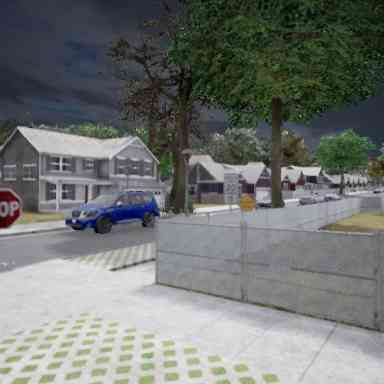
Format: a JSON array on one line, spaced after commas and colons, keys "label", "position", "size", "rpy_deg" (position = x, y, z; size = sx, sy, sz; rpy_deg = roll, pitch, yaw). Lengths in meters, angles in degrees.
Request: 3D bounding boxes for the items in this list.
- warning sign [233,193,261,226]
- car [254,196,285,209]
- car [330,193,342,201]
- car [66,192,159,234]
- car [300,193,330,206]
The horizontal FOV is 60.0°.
[{"label": "warning sign", "position": [3.294, 0.995, 19.868], "size": [1.300, 1.860, 1.060], "rpy_deg": [1, 0, 35]}, {"label": "car", "position": [8.417, 1.127, 36.347], "size": [2.033, 1.411, 5.357], "rpy_deg": [1, 2, 36]}, {"label": "car", "position": [20.398, 0.922, 48.335], "size": [1.812, 1.442, 4.674], "rpy_deg": [1, 2, 35]}, {"label": "car", "position": [-4.194, 1.051, 18.569], "size": [2.150, 2.045, 5.566], "rpy_deg": [1, 1, 35]}, {"label": "car", "position": [14.418, 1.043, 39.836], "size": [2.128, 1.511, 4.902], "rpy_deg": [1, 2, 36]}]
